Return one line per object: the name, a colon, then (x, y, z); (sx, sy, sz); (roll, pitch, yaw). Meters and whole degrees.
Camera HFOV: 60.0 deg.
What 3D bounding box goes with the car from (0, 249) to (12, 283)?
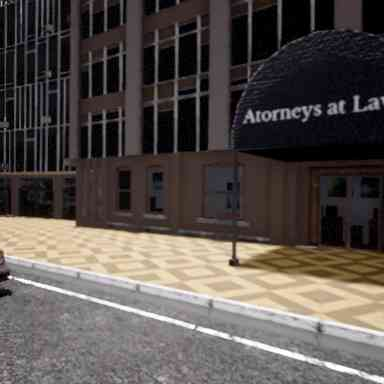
car: (-6.555, 1.536, 7.991); (5.357, 1.411, 2.033); (0, 0, 33)
